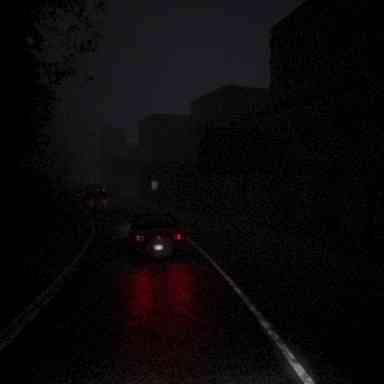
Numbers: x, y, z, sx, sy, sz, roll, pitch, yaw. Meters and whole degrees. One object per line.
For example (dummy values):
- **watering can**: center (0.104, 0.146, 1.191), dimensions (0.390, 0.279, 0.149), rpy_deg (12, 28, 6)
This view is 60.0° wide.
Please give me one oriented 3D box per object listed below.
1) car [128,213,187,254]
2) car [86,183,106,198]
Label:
- **car**: center (-1.518, 1.446, 12.916), dimensions (1.895, 1.301, 4.718), rpy_deg (-1, 1, -11)
- **car**: center (-12.308, -0.279, 42.338), dimensions (2.097, 1.767, 4.553), rpy_deg (-2, 4, -23)
